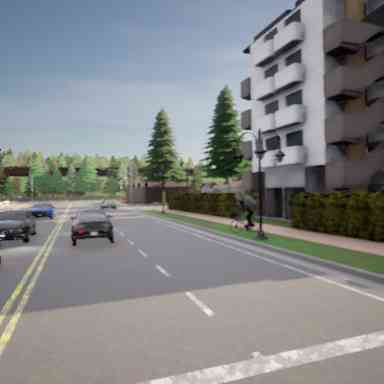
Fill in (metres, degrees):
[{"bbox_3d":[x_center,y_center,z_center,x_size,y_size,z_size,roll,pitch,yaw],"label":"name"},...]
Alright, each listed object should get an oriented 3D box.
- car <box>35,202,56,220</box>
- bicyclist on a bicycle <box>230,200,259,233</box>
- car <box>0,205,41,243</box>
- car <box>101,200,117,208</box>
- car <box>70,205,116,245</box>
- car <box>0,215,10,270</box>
[{"bbox_3d":[-13.764,1.704,30.767,1.882,1.535,5.008,-1,0,-19],"label":"car"},{"bbox_3d":[2.640,1.232,16.646,1.656,1.620,0.582,-1,0,-19],"label":"bicyclist on a bicycle"},{"bbox_3d":[-9.016,1.656,16.789,1.837,1.490,4.892,-1,0,-19],"label":"car"},{"bbox_3d":[-11.807,1.771,46.809,1.895,1.301,4.718,-1,0,-19],"label":"car"},{"bbox_3d":[-4.895,1.600,16.234,1.812,1.442,4.674,-1,0,-19],"label":"car"},{"bbox_3d":[-5.922,1.580,7.819,1.882,1.535,5.008,-1,0,-19],"label":"car"}]
